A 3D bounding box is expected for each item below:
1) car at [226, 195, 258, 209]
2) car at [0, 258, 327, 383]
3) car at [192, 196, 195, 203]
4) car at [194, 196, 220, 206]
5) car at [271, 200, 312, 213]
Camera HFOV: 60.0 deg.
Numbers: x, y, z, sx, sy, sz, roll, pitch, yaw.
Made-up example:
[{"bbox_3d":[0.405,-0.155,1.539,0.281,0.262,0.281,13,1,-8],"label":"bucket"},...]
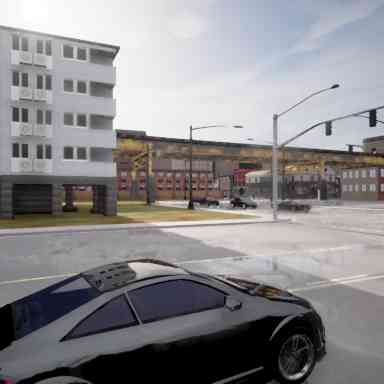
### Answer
[{"bbox_3d":[7.052,1.505,45.763,1.837,1.490,4.892,0,0,-25],"label":"car"},{"bbox_3d":[-0.346,1.564,4.078,4.181,1.385,1.994,0,0,-30],"label":"car"},{"bbox_3d":[0.742,1.547,65.788,2.033,1.411,5.357,0,0,3],"label":"car"},{"bbox_3d":[2.705,1.547,55.301,2.033,1.411,5.357,0,0,-21],"label":"car"},{"bbox_3d":[11.070,1.601,37.291,1.895,1.301,4.718,0,0,-26],"label":"car"}]
